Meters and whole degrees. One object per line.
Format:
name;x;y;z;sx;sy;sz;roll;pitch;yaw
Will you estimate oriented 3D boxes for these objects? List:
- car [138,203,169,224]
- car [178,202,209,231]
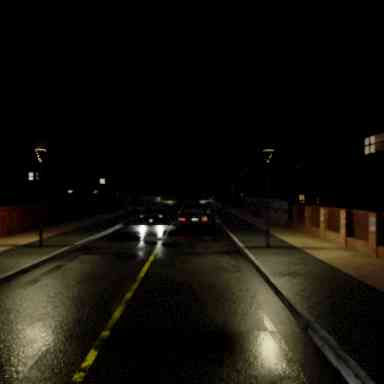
car;-2.764;1.564;25.180;2.033;1.411;5.357;0;0;0
car;0.103;1.557;20.711;2.033;1.411;5.357;0;0;0
